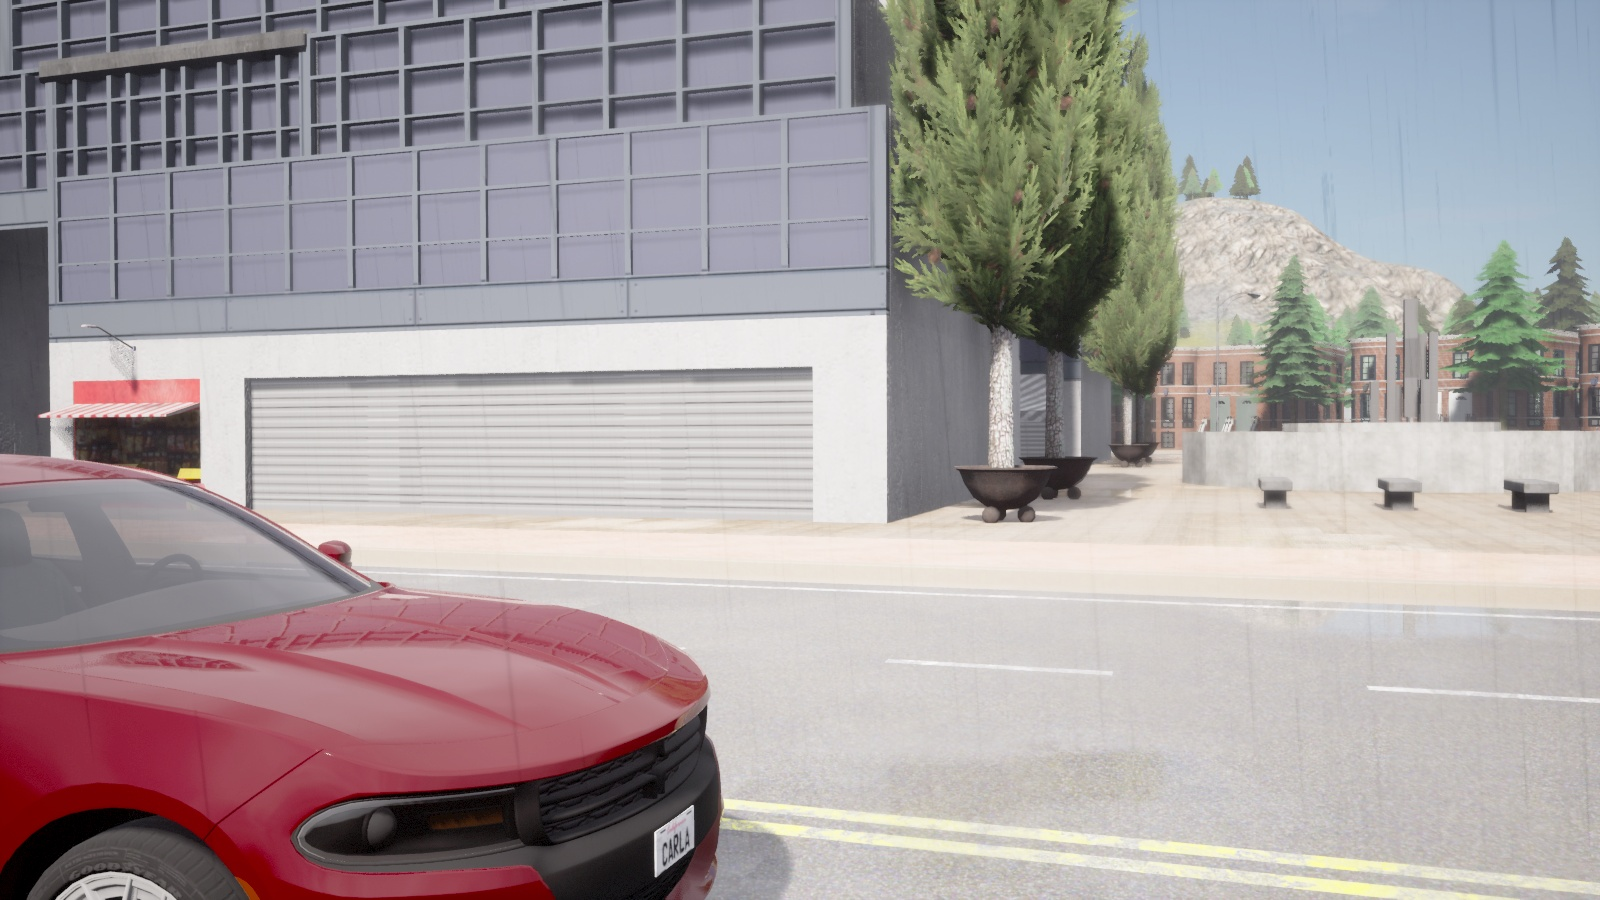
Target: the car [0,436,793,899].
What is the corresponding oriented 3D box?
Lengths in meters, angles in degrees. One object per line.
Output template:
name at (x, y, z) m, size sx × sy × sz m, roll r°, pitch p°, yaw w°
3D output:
car at (-2.701, 0.729, 4.093) m, size 5.008 × 1.535 × 1.882 m, roll 1°, pitch 1°, yaw 19°
